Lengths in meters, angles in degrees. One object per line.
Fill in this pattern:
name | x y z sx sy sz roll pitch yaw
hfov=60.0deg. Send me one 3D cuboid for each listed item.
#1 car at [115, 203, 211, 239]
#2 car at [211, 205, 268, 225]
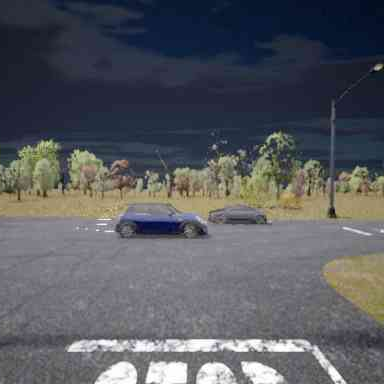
car | -1.488 1.343 16.848 4.553 1.767 2.097 0 0 0
car | 3.259 1.597 23.819 4.181 1.385 1.994 1 0 0
